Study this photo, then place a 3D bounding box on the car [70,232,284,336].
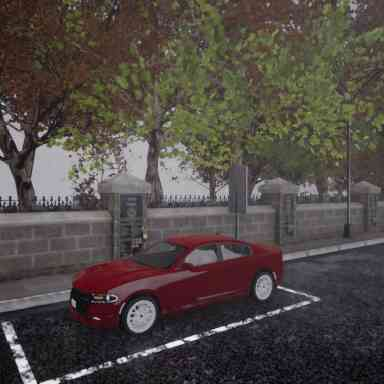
[{"bbox_3d":[-0.077,1.545,6.663,4.507,1.381,1.887,0,0,-36],"label":"car"}]
